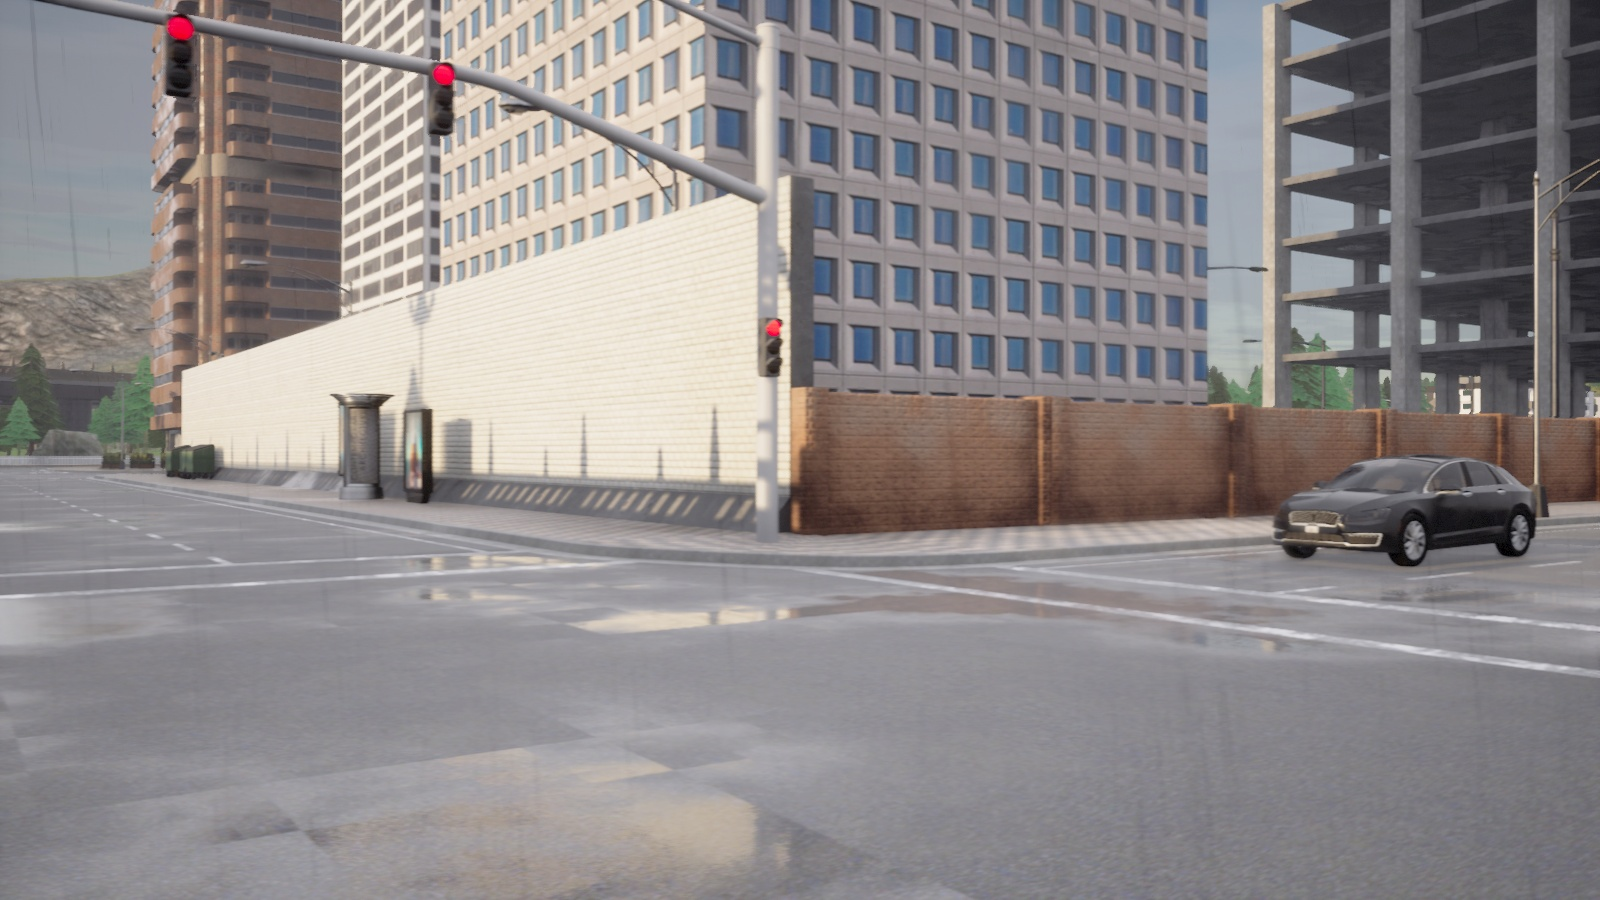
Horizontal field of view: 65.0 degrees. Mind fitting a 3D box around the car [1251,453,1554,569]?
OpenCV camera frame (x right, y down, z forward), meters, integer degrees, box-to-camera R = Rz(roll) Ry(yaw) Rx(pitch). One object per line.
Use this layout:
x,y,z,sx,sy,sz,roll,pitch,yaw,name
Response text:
8.897,0.796,18.381,4.892,1.490,1.837,0,0,-35,car
